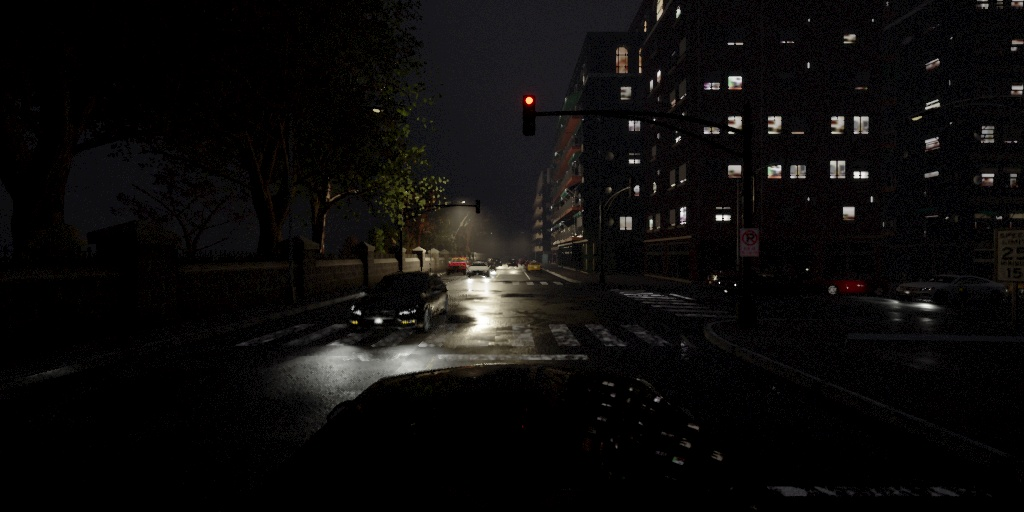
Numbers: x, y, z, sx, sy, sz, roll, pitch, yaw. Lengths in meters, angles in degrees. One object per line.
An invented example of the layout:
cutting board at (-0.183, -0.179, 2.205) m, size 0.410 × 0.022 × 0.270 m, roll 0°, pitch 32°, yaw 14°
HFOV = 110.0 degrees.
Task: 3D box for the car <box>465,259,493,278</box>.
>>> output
car at (-3.044, 1.279, 33.626) m, size 1.812 × 1.442 × 4.674 m, roll 0°, pitch 0°, yaw -1°

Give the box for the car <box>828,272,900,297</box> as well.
car at (20.318, 1.671, 21.933) m, size 4.507 × 1.381 × 1.888 m, roll 0°, pitch 0°, yaw 0°

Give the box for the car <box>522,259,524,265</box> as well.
car at (2.749, 1.307, 49.593) m, size 1.888 × 1.381 × 4.507 m, roll 0°, pitch 0°, yaw 0°

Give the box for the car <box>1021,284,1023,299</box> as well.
car at (31.539, 1.857, 21.954) m, size 4.829 × 1.417 × 1.751 m, roll 0°, pitch 0°, yaw 0°

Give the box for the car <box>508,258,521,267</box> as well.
car at (0.177, 1.320, 64.305) m, size 2.033 × 1.411 × 5.357 m, roll 0°, pitch 0°, yaw -1°

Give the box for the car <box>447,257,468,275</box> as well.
car at (-5.645, 1.070, 38.532) m, size 2.192 × 1.841 × 5.009 m, roll 0°, pitch 0°, yaw 0°

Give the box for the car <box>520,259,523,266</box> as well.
car at (2.756, 1.316, 55.128) m, size 2.007 × 1.370 × 4.403 m, roll 0°, pitch 0°, yaw 0°

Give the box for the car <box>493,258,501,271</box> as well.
car at (-3.040, 1.252, 48.365) m, size 2.128 × 1.511 × 4.902 m, roll 0°, pitch 0°, yaw 0°

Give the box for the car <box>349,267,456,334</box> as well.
car at (-3.090, 1.254, 10.738) m, size 1.837 × 1.490 × 4.892 m, roll 0°, pitch 0°, yaw 0°

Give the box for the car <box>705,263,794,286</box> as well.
car at (14.623, 1.338, 21.922) m, size 5.009 × 1.841 × 2.192 m, roll 0°, pitch 0°, yaw 0°

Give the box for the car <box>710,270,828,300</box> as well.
car at (13.725, 1.618, 19.327) m, size 4.718 × 1.301 × 1.895 m, roll 1°, pitch 0°, yaw 0°

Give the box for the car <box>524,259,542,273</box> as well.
car at (2.743, 1.283, 44.228) m, size 1.751 × 1.417 × 4.829 m, roll 0°, pitch 0°, yaw 0°

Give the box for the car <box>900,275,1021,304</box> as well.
car at (23.667, 1.723, 19.343) m, size 4.674 × 1.442 × 1.812 m, roll 1°, pitch 0°, yaw 0°
